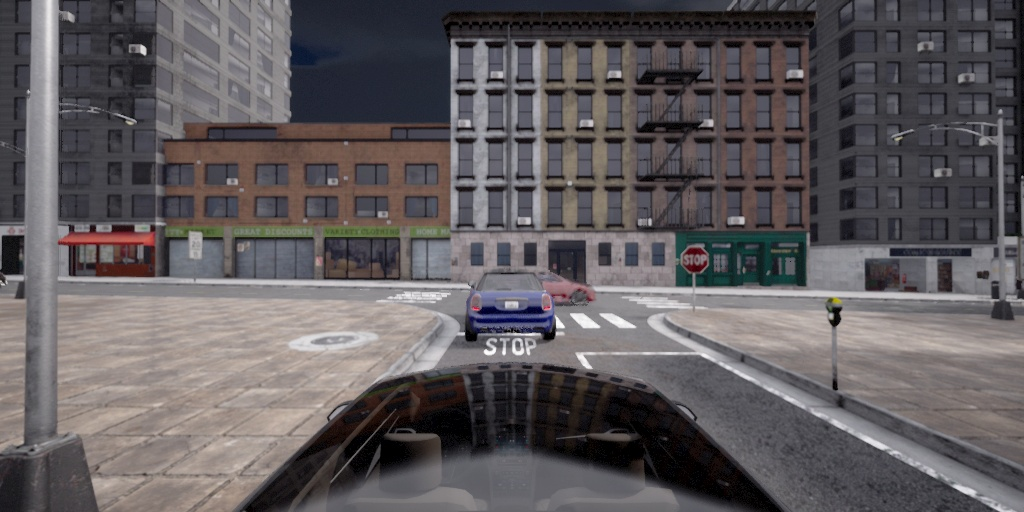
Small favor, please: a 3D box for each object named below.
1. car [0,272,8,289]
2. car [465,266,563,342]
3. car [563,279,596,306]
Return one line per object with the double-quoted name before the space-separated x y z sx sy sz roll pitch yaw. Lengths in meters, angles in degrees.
"car" -25.240 0.810 15.613 4.892 1.490 1.837 1 0 0
"car" -0.158 1.106 10.027 2.097 1.767 4.553 0 0 -4
"car" 1.480 1.359 15.576 4.181 1.385 1.994 1 -1 0
